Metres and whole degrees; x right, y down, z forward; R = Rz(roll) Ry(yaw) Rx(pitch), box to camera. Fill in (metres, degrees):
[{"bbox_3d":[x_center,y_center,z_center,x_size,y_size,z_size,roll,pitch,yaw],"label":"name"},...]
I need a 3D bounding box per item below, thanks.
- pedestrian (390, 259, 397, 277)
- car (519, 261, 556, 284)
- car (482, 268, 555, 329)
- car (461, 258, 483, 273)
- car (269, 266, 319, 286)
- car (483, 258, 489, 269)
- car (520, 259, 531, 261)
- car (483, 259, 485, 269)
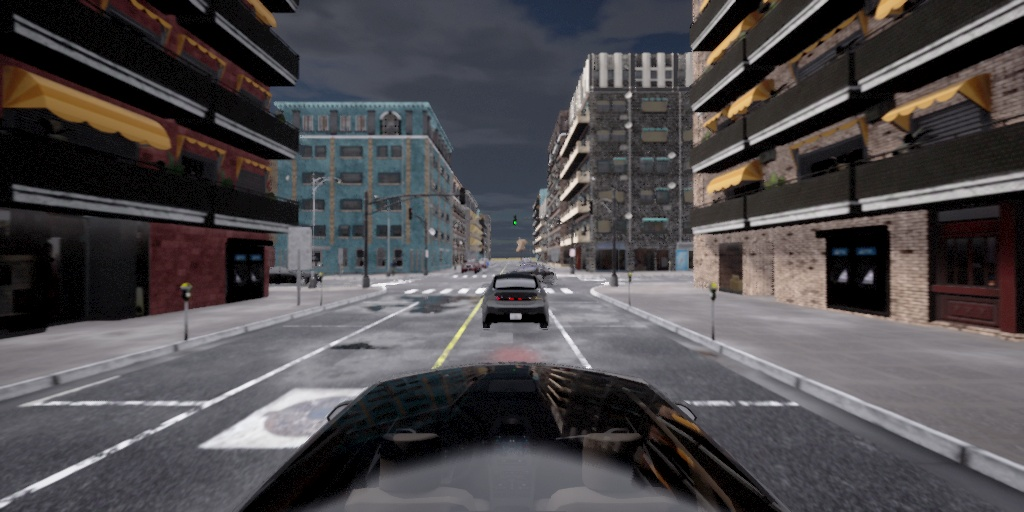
[{"bbox_3d":[-12.152,1.186,36.747,0.375,1.860,0.375,0,0,0],"label":"pedestrian"},{"bbox_3d":[1.514,1.305,23.514,2.128,1.511,4.902,-1,0,21],"label":"car"},{"bbox_3d":[0.097,1.296,11.447,1.837,1.490,4.892,0,-1,0],"label":"car"},{"bbox_3d":[-5.316,1.249,45.992,2.192,1.841,5.009,0,0,0],"label":"car"},{"bbox_3d":[-17.649,1.541,28.426,5.008,1.535,1.882,-1,0,0],"label":"car"},{"bbox_3d":[-5.315,1.542,62.649,1.888,1.381,4.507,0,0,0],"label":"car"},{"bbox_3d":[2.565,1.558,57.097,1.802,1.307,4.207,0,0,0],"label":"car"},{"bbox_3d":[-5.316,1.501,51.545,1.888,1.381,4.507,0,0,0],"label":"car"}]
